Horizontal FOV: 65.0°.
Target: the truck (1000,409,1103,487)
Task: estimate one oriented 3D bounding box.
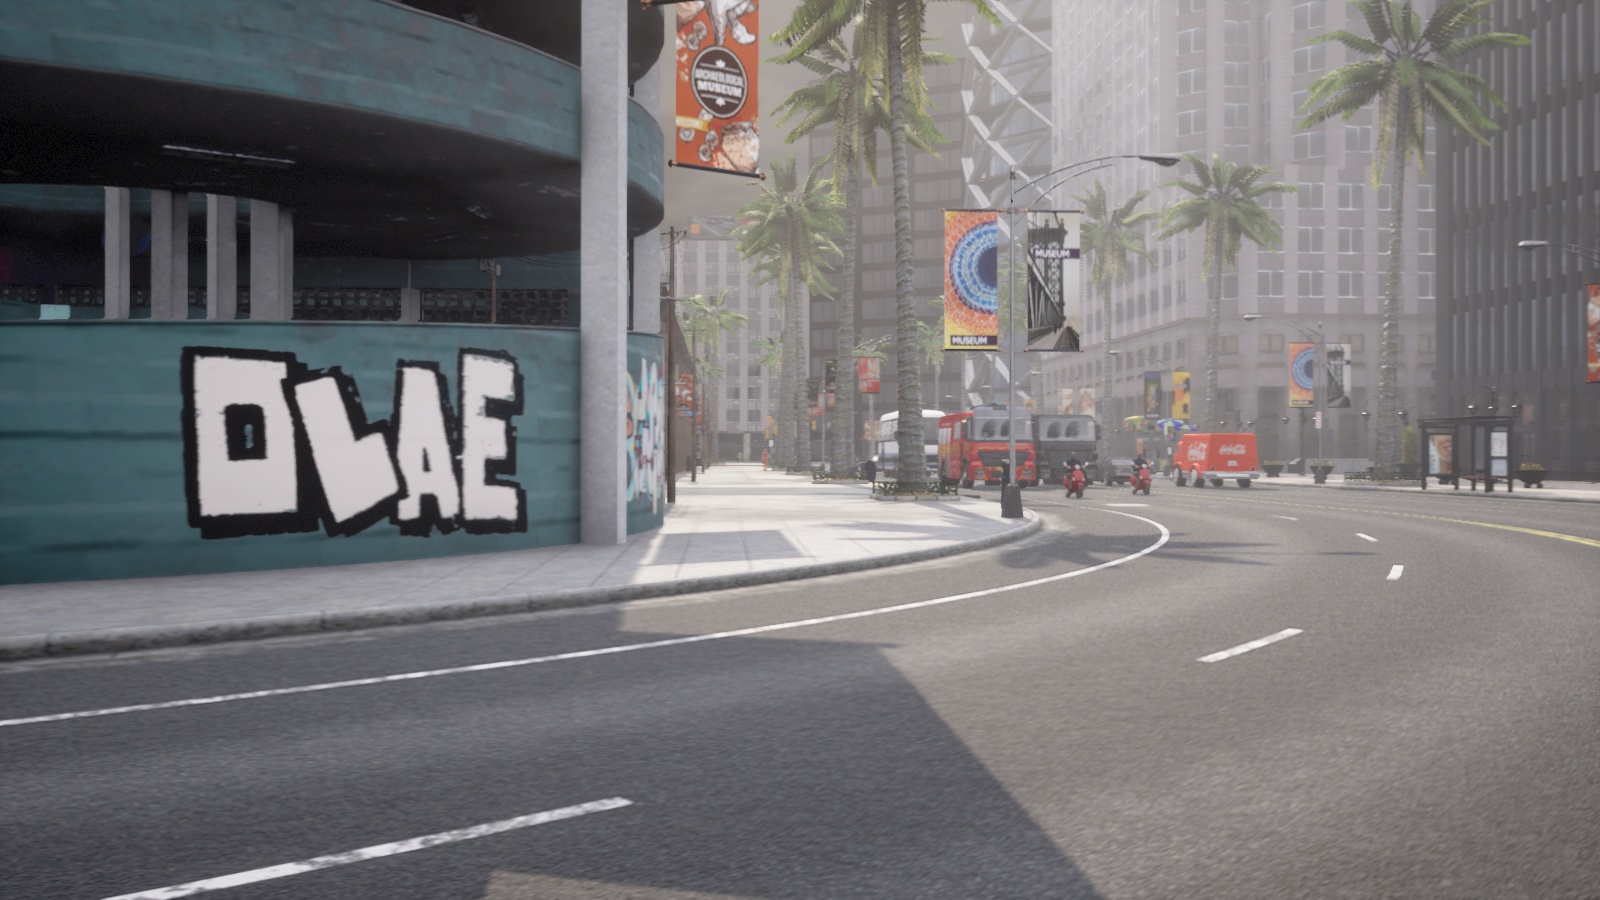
[{"bbox_3d":[11.846,-0.066,60.014,2.891,3.462,7.936,0,0,-3],"label":"truck"}]

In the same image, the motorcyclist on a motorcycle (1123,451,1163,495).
[{"bbox_3d":[12.648,0.821,46.353,0.866,1.590,1.817,0,0,-4],"label":"motorcyclist on a motorcycle"}]

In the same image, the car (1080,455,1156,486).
[{"bbox_3d":[15.314,0.956,60.723,2.033,1.411,5.357,0,0,-3],"label":"car"}]

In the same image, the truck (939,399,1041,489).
[{"bbox_3d":[8.498,-0.248,57.324,2.891,3.827,8.468,0,0,-3],"label":"truck"}]

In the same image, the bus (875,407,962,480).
[{"bbox_3d":[7.243,-0.385,78.613,3.944,4.253,10.273,0,0,-3],"label":"bus"}]

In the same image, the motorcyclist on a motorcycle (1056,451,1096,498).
[{"bbox_3d":[9.360,0.817,42.650,0.866,1.590,1.817,0,0,-4],"label":"motorcyclist on a motorcycle"}]

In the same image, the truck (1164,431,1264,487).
[{"bbox_3d":[18.984,0.402,57.903,2.627,2.467,5.204,0,0,-3],"label":"truck"}]
